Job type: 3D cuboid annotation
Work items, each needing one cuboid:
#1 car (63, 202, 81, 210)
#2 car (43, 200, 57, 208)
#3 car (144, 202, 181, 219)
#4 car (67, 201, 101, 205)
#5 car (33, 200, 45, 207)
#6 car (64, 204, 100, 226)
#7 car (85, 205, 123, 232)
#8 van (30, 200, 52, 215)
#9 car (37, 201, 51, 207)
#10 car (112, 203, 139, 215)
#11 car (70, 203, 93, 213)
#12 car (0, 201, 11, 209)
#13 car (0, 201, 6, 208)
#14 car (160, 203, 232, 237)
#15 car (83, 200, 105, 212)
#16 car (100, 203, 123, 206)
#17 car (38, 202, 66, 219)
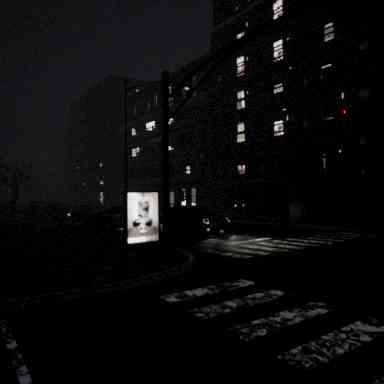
[{"bbox_3d":[-21.554,2.440,59.700,1.802,1.307,4.206,-2,0,-36],"label":"car"},{"bbox_3d":[-31.375,2.544,73.219,1.967,1.590,4.097,-2,0,-36],"label":"car"},{"bbox_3d":[-3.132,1.840,34.548,1.967,1.590,4.097,-2,0,-36],"label":"car"},{"bbox_3d":[-11.828,2.064,36.478,1.812,1.442,4.674,0,-1,-36],"label":"car"},{"bbox_3d":[-37.917,2.813,82.231,1.887,1.381,4.507,-2,0,-36],"label":"car"},{"bbox_3d":[-8.805,1.977,27.662,2.008,1.369,4.403,-1,0,-36],"label":"car"},{"bbox_3d":[-5.532,1.896,23.156,2.008,1.369,4.403,-1,0,-36],"label":"car"},{"bbox_3d":[-19.827,2.043,43.006,1.690,1.788,3.998,-1,0,-36],"label":"van"},{"bbox_3d":[-34.644,2.752,77.725,1.947,1.339,4.313,-2,0,-36],"label":"car"},{"bbox_3d":[-8.401,2.113,41.722,1.802,1.307,4.206,-2,0,-36],"label":"car"},{"bbox_3d":[-15.733,2.240,47.293,1.994,1.385,4.181,0,-1,-36],"label":"car"},{"bbox_3d":[-38.153,2.712,68.295,2.008,1.369,4.403,-1,0,-36],"label":"car"},{"bbox_3d":[-44.698,2.871,77.308,1.887,1.381,4.507,-1,0,-36],"label":"car"},{"bbox_3d":[0.268,1.590,19.878,2.097,1.767,4.553,0,-1,-37],"label":"car"},{"bbox_3d":[-15.009,2.135,50.690,1.967,1.590,4.097,-2,0,-36],"label":"car"},{"bbox_3d":[-5.785,1.893,28.154,1.837,1.490,4.892,0,-1,-36],"label":"car"},{"bbox_3d":[-14.897,2.123,36.128,1.887,1.381,4.507,-1,0,-36],"label":"car"}]
